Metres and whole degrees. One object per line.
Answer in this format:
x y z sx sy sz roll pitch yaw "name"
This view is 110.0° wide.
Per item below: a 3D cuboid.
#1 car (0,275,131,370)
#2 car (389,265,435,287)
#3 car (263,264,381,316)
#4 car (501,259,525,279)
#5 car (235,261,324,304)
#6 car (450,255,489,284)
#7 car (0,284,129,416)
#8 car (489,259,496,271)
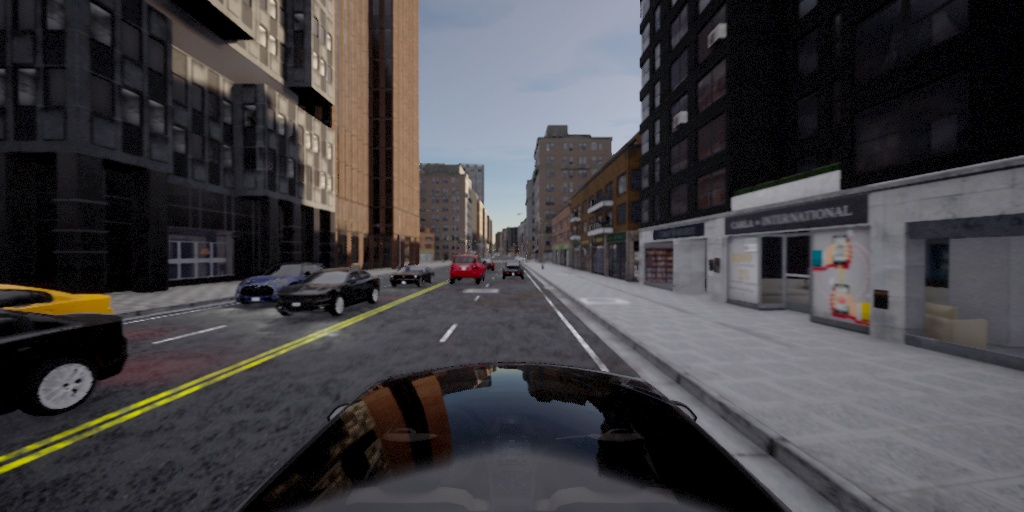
-9.851 1.219 5.873 1.882 1.535 5.008 0 0 0 "car"
-6.560 1.304 23.943 1.895 1.301 4.718 0 0 0 "car"
-6.596 1.203 13.468 1.882 1.535 5.008 0 0 0 "car"
0.091 1.192 31.591 1.837 1.490 4.892 0 1 0 "car"
-9.841 1.072 16.016 2.097 1.767 4.553 0 0 0 "car"
-3.241 0.921 26.912 2.150 2.045 5.566 0 1 0 "car"
-6.600 1.225 3.132 1.882 1.535 5.008 0 0 0 "car"
-3.179 1.129 46.475 1.882 1.535 5.008 0 0 0 "car"
